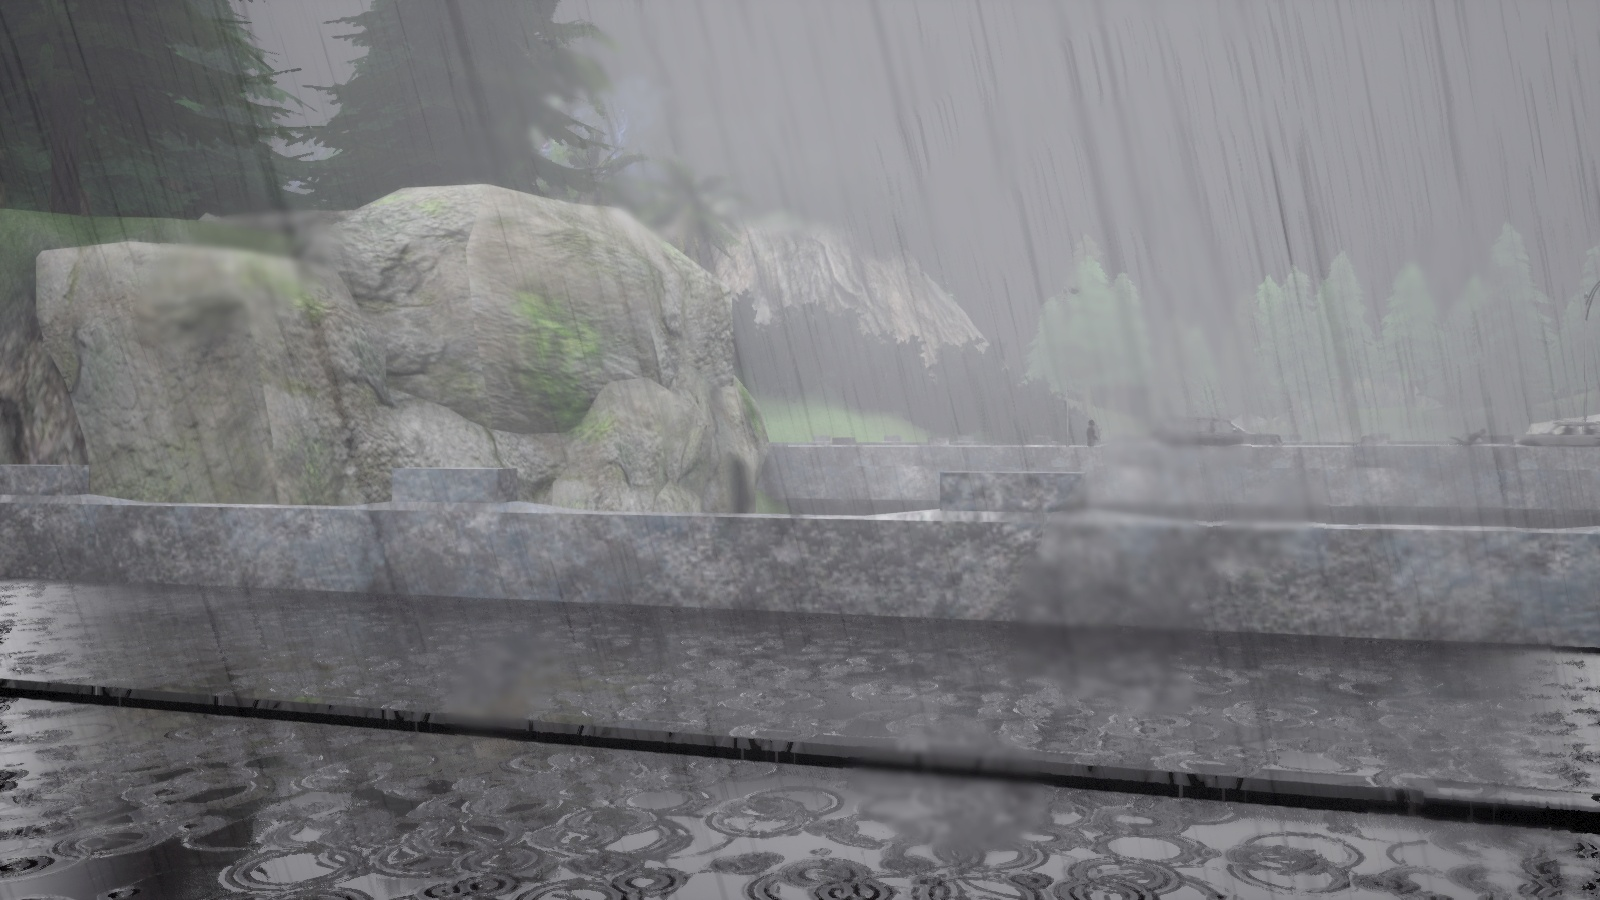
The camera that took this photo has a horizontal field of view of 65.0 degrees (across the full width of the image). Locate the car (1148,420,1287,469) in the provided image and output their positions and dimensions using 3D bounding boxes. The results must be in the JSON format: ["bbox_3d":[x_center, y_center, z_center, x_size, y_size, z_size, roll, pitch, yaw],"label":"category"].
[{"bbox_3d":[17.962,-0.254,54.126,5.566,2.045,2.150,1,1,19],"label":"car"}]

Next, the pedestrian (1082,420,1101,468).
[{"bbox_3d":[11.795,-0.232,50.740,0.666,1.930,0.402,1,1,26],"label":"pedestrian"}]

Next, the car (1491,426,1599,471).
[{"bbox_3d":[32.273,-0.093,53.547,4.605,1.855,1.932,1,1,19],"label":"car"}]
